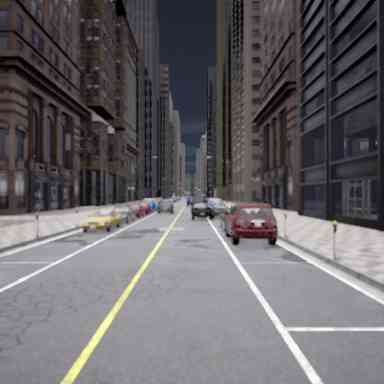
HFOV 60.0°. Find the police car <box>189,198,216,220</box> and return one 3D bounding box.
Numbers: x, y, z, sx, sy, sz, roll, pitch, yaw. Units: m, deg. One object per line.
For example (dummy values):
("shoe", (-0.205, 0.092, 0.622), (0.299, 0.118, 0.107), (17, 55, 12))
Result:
("police car", (0.903, 1.720, 31.626), (1.930, 1.638, 5.238), (0, -1, 0))

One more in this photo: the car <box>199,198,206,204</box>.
("car", (2.771, 2.405, 89.332), (1.887, 1.381, 4.507), (0, -1, 0))

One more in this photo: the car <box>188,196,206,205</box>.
("car", (0.904, 1.613, 41.547), (2.150, 2.045, 5.566), (0, -1, 0))

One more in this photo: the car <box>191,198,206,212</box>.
("car", (0.904, 1.798, 47.486), (2.097, 1.767, 4.553), (0, -1, 0))

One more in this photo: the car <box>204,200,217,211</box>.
("car", (2.768, 1.998, 50.173), (1.752, 1.417, 4.829), (0, -1, 0))

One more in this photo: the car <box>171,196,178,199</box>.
("car", (-5.753, 2.500, 94.936), (1.802, 1.307, 4.206), (0, -1, 0))

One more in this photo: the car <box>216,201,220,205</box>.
("car", (2.766, 1.859, 33.147), (2.008, 1.369, 4.403), (0, -1, 0))

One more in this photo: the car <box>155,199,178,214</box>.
("car", (-3.088, 1.881, 39.963), (1.837, 1.490, 4.892), (0, -1, 0))

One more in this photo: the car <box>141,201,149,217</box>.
("car", (-5.759, 1.854, 33.137), (1.887, 1.381, 4.507), (0, -1, 0))

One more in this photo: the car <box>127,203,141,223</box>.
("car", (-5.760, 1.806, 27.525), (2.008, 1.369, 4.403), (0, -1, 0))

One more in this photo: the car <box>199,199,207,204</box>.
("car", (2.771, 2.369, 83.714), (1.947, 1.339, 4.313), (0, -1, 0))

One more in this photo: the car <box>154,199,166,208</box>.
("car", (-5.756, 2.103, 61.058), (1.752, 1.417, 4.829), (0, -1, 0))

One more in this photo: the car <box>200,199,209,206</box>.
("car", (2.770, 2.216, 72.647), (1.752, 1.417, 4.829), (0, -1, 0))

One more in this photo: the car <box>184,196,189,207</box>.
("car", (0.007, 1.851, 65.666), (2.150, 2.045, 5.566), (0, -1, 0))

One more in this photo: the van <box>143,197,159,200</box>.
("van", (-5.758, 1.758, 44.375), (1.690, 1.788, 3.998), (0, -1, 0))

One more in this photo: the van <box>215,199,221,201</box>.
("van", (2.767, 1.704, 38.767), (1.690, 1.788, 3.998), (0, -1, 0))

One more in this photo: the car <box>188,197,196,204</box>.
("car", (0.008, 2.050, 81.158), (2.097, 1.767, 4.553), (0, -1, 0))

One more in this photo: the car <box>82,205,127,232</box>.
("car", (-5.760, 1.726, 21.731), (1.752, 1.417, 4.829), (0, -1, 0))

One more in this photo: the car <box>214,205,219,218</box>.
("car", (2.765, 1.753, 21.910), (2.008, 1.369, 4.403), (0, -1, 0))

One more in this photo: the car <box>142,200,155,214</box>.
("car", (-5.758, 1.908, 38.755), (1.887, 1.381, 4.507), (0, -1, 0))

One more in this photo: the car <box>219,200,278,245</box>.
("car", (2.765, 1.465, 16.294), (2.192, 1.841, 5.009), (0, -1, 0))
